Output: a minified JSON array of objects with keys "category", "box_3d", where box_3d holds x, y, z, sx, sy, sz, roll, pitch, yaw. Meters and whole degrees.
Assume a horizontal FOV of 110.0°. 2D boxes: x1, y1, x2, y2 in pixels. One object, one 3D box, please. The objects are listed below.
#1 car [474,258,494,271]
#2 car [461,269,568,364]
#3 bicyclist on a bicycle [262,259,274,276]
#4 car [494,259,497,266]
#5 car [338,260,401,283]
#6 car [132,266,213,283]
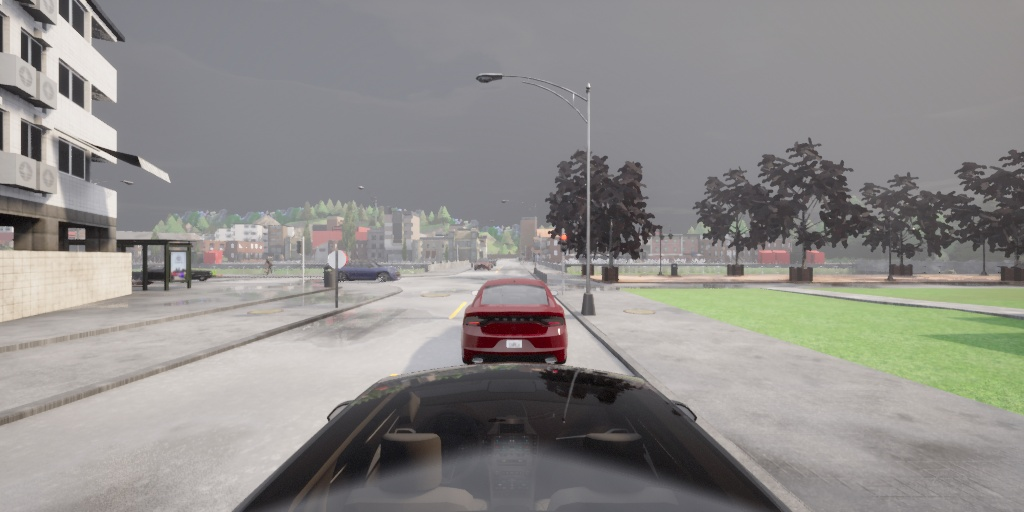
[{"category":"car","box_3d":[-4.074,1.102,50.297,2.097,1.767,4.553,0,0,0]},{"category":"car","box_3d":[0.055,1.228,8.097,1.882,1.535,5.008,0,0,0]},{"category":"bicyclist on a bicycle","box_3d":[-24.011,1.099,35.296,0.582,1.620,1.656,0,0,0]},{"category":"car","box_3d":[-4.055,1.241,59.541,2.128,1.511,4.902,0,0,0]},{"category":"car","box_3d":[-10.818,1.101,27.004,4.553,1.767,2.097,0,0,-3]},{"category":"car","box_3d":[-25.421,1.351,26.899,4.718,1.301,1.895,0,0,0]}]
